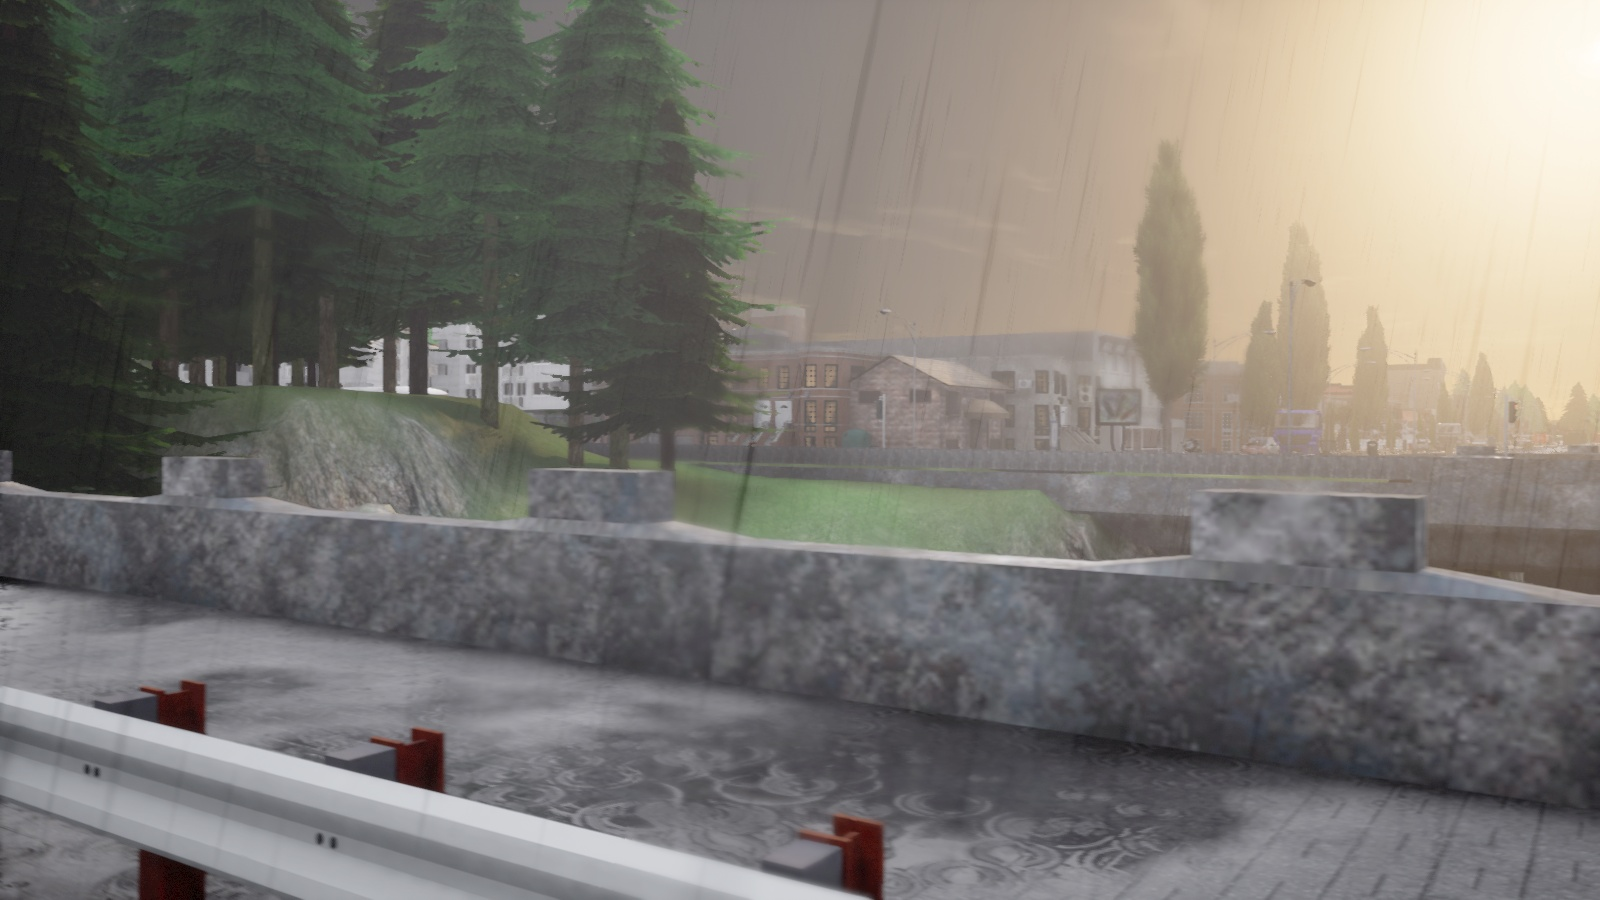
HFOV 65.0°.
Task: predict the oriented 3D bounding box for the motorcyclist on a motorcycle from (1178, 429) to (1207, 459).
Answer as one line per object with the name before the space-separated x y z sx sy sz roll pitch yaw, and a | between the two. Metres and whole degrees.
motorcyclist on a motorcycle | 20.376 -0.308 65.173 0.866 1.530 2.191 0 1 33

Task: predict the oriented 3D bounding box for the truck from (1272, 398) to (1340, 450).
truck | 35.488 -1.772 87.904 2.891 3.462 7.936 0 1 34

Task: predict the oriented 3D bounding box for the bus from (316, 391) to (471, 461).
bus | -26.366 -1.515 81.238 10.273 4.253 3.944 0 1 34

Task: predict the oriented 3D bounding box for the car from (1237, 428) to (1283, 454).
car | 28.202 -0.560 76.950 1.845 1.501 3.633 0 1 34
